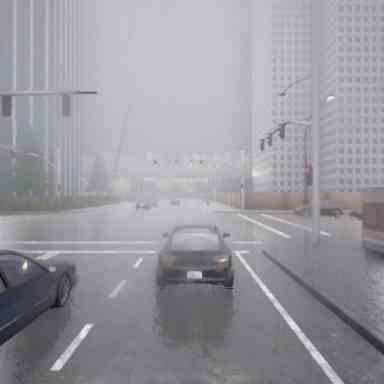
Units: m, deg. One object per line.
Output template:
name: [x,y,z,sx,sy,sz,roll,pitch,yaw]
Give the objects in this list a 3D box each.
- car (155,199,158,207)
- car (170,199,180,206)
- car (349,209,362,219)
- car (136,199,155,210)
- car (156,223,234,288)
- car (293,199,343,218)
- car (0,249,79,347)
car: [-7.178,1.932,59.644,2.128,1.511,4.902,0,0,0]
car: [-3.527,2.056,68.961,2.033,1.411,5.357,0,0,0]
car: [16.830,1.764,29.336,5.357,1.411,2.033,0,0,0]
car: [-7.186,1.857,49.583,2.128,1.511,4.902,0,0,0]
car: [0.110,1.595,9.325,1.812,1.442,4.674,0,0,1]
car: [12.353,1.595,32.852,4.553,1.767,2.097,0,0,0]
car: [-3.445,1.585,4.944,2.033,1.411,5.357,0,0,0]
